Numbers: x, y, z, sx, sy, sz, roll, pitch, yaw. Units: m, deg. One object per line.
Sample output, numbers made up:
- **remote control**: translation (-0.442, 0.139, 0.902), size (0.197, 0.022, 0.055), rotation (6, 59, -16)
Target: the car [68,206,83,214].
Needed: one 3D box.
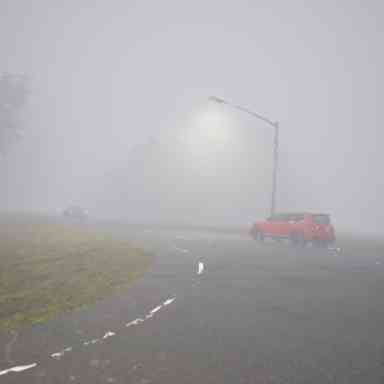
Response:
- **car**: translation (-24.915, 3.892, 70.922), size (1.882, 1.535, 5.008), rotation (6, -5, -31)

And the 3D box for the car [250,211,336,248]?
- **car**: translation (6.020, 2.231, 20.461), size (2.150, 2.045, 5.566), rotation (6, -5, -31)

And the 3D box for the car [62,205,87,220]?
- **car**: translation (-14.062, 2.355, 39.882), size (2.097, 1.767, 4.553), rotation (6, -4, -31)
